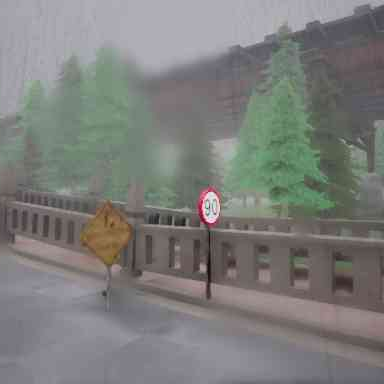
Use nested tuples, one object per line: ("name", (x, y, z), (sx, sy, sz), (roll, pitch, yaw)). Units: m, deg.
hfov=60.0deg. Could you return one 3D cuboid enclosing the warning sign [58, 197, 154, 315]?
("warning sign", (-1.578, 1.065, 6.245), (1.060, 1.860, 1.300), (-1, 1, 35))
